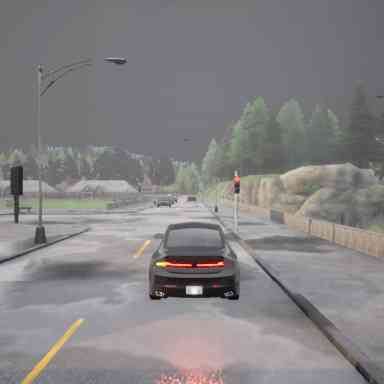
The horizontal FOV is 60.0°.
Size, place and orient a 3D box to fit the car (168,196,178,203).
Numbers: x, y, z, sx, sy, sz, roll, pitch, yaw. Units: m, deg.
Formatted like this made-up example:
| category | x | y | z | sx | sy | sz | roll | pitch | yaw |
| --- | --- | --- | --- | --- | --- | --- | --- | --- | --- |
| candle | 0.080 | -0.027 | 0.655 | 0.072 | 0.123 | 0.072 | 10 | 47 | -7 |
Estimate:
| category | x | y | z | sx | sy | sz | roll | pitch | yaw |
| --- | --- | --- | --- | --- | --- | --- | --- | --- | --- |
| car | -4.019 | 1.595 | 69.926 | 1.895 | 1.301 | 4.718 | 0 | 0 | 0 |

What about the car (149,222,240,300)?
| category | x | y | z | sx | sy | sz | roll | pitch | yaw |
| --- | --- | --- | --- | --- | --- | --- | --- | --- | --- |
| car | 0.058 | 1.505 | 8.363 | 1.837 | 1.490 | 4.892 | 0 | 0 | 0 |

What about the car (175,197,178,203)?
| category | x | y | z | sx | sy | sz | roll | pitch | yaw |
| --- | --- | --- | --- | --- | --- | --- | --- | --- | --- |
| car | -4.094 | 1.505 | 59.744 | 1.837 | 1.490 | 4.892 | 0 | 0 | 0 |

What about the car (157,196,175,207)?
| category | x | y | z | sx | sy | sz | roll | pitch | yaw |
| --- | --- | --- | --- | --- | --- | --- | --- | --- | --- |
| car | -4.109 | 1.564 | 49.729 | 1.994 | 1.385 | 4.181 | 0 | 0 | 0 |

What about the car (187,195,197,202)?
| category | x | y | z | sx | sy | sz | roll | pitch | yaw |
| --- | --- | --- | --- | --- | --- | --- | --- | --- | --- |
| car | -0.020 | 1.324 | 70.981 | 1.882 | 1.535 | 5.008 | 0 | 0 | 0 |
